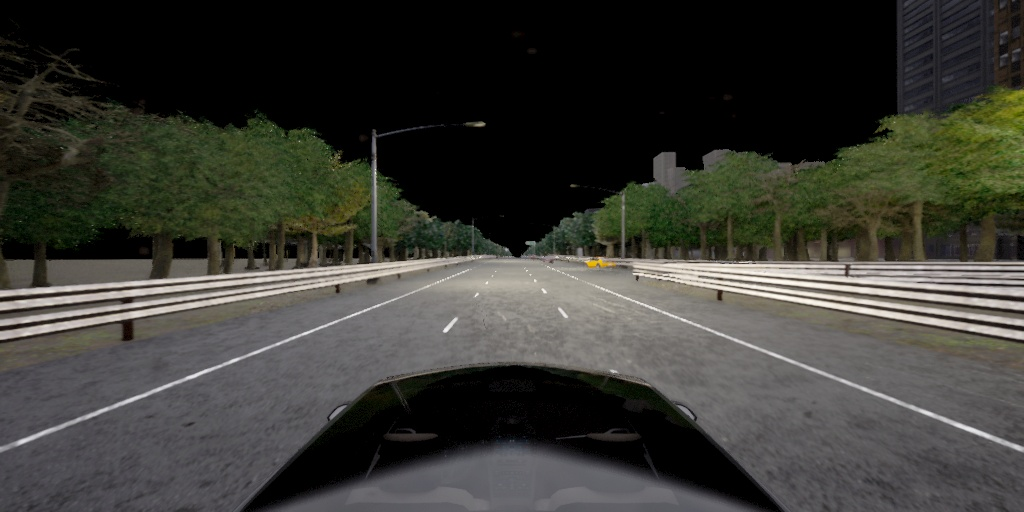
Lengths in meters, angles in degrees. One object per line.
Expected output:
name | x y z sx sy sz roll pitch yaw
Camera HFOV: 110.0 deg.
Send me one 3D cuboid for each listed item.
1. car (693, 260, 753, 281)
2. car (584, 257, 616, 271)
car | 15.595 0.991 26.851 1.994 1.385 4.181 0 0 -24
car | 10.300 0.808 42.296 1.882 1.535 5.008 0 1 -15
